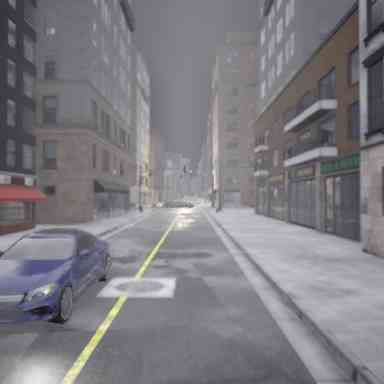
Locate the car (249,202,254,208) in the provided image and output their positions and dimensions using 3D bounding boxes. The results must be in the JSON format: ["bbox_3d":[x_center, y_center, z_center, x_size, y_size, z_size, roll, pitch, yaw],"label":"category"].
[{"bbox_3d":[12.132,1.999,57.847,4.507,1.381,1.887,-1,0,0],"label":"car"}]

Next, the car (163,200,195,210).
[{"bbox_3d":[-2.067,1.972,52.093,4.902,1.511,2.128,0,-1,0],"label":"car"}]

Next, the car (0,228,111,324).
[{"bbox_3d":[-3.101,1.602,7.435,1.812,1.442,4.674,0,-1,0],"label":"car"}]
